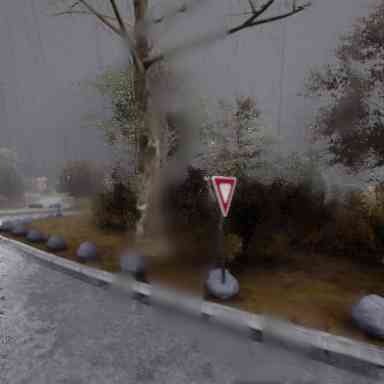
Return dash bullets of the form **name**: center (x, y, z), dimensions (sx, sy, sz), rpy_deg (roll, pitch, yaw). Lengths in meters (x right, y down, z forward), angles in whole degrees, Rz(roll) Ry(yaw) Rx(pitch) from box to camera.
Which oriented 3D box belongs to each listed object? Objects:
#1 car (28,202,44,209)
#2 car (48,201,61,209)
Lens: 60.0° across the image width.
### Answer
- **car**: center (-29.034, 2.515, 61.876), dimensions (1.895, 1.301, 4.718), rpy_deg (0, -1, -13)
- **car**: center (-25.979, 2.439, 63.120), dimensions (1.812, 1.442, 4.674), rpy_deg (0, -1, -16)
